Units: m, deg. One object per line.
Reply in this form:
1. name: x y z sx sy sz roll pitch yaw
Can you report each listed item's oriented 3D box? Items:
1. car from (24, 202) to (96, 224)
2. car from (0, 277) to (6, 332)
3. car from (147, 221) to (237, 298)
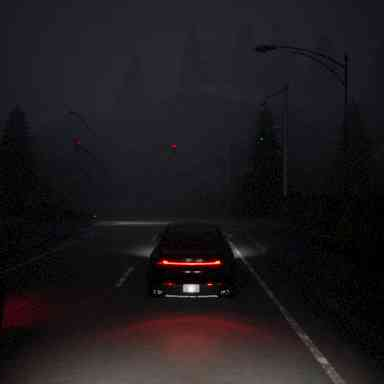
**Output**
1. car: -9.487 1.492 24.049 4.902 1.511 2.128 0 0 1
2. car: -3.589 1.504 2.843 1.837 1.490 4.892 0 0 0
3. car: 0.028 1.505 8.477 1.837 1.490 4.892 0 0 1
